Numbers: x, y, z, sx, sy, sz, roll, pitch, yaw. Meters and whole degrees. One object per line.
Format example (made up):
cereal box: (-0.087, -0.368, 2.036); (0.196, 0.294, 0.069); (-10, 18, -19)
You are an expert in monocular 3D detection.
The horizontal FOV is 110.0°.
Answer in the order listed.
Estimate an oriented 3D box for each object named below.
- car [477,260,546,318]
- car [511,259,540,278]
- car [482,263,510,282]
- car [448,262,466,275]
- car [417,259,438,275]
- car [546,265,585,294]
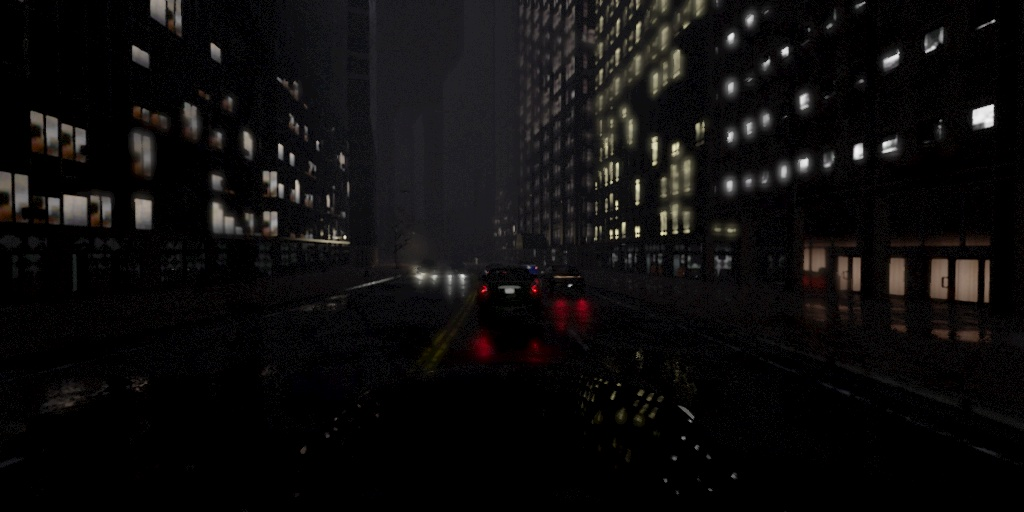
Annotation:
car: (-0.148, 1.127, 13.338); (2.097, 1.767, 4.553); (0, 0, -2)
car: (1.238, 1.167, 35.461); (2.097, 1.767, 4.553); (0, 0, -7)
car: (-1.492, 1.361, 31.256); (2.033, 1.411, 5.357); (0, 0, -6)
car: (-6.433, 1.368, 41.599); (1.812, 1.442, 4.674); (0, 0, -10)
car: (-9.621, 1.203, 40.944); (2.097, 1.767, 4.553); (0, 0, -10)
car: (2.755, 1.279, 20.403); (2.128, 1.511, 4.902); (0, 0, -4)
